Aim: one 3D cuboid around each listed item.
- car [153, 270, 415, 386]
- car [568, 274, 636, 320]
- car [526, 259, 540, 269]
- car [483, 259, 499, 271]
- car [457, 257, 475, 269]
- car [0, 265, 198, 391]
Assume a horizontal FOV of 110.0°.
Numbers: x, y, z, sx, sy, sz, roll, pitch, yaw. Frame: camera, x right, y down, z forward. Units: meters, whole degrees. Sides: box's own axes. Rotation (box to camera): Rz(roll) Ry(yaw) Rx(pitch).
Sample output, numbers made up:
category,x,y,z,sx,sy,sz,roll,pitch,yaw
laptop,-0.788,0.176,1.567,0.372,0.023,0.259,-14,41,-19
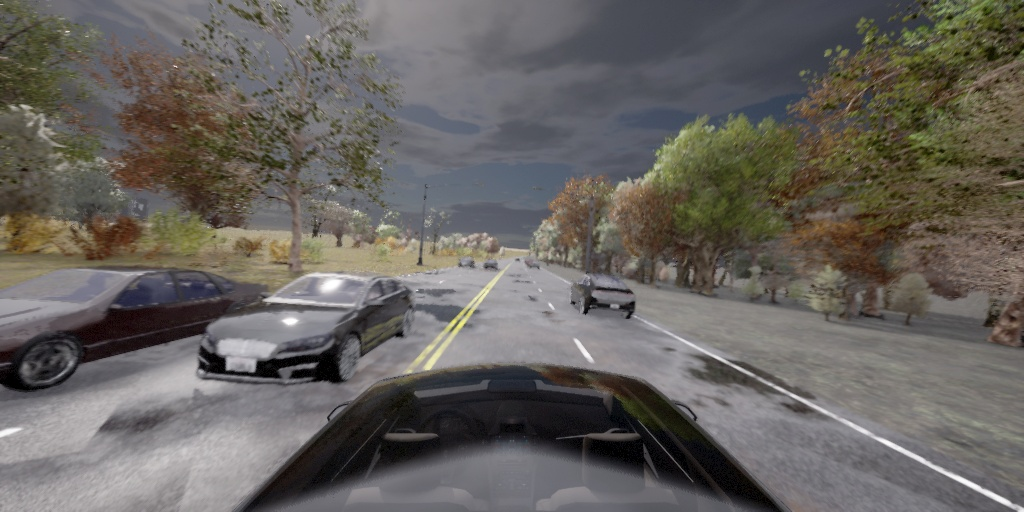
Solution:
category,x,y,z,sx,sy,sz,roll,pitch,yaw
car,-3.256,1.061,6.816,2.128,1.511,4.902,4,0,1
car,3.524,1.504,14.610,2.128,1.511,4.902,6,0,0
car,4.087,1.622,64.836,2.033,1.411,5.357,5,-1,1
car,-2.756,1.148,47.731,2.033,1.411,5.357,4,0,2
car,-5.996,0.852,47.782,2.128,1.511,4.902,4,0,1
car,-6.518,0.875,6.068,2.033,1.411,5.357,4,0,0
